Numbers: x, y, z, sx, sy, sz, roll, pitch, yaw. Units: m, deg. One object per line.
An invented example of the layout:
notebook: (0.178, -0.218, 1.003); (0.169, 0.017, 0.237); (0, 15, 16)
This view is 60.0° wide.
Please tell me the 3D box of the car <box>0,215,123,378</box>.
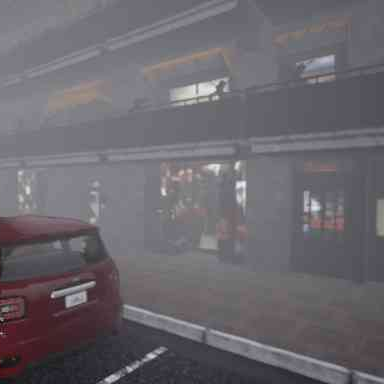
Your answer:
car: (-3.261, 1.295, 5.186); (5.009, 1.841, 2.192); (0, 1, 36)
